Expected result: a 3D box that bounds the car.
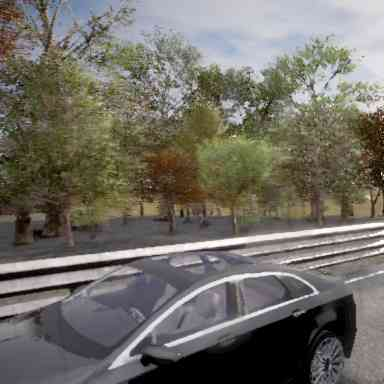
[{"bbox_3d":[-0.173,1.492,3.558,4.902,1.511,2.128,0,0,-35],"label":"car"}]
